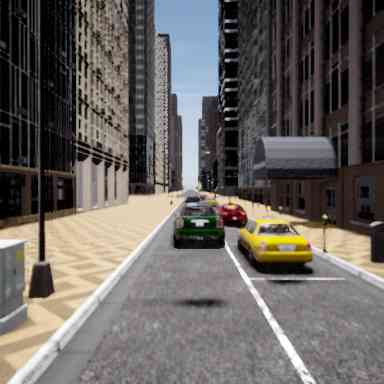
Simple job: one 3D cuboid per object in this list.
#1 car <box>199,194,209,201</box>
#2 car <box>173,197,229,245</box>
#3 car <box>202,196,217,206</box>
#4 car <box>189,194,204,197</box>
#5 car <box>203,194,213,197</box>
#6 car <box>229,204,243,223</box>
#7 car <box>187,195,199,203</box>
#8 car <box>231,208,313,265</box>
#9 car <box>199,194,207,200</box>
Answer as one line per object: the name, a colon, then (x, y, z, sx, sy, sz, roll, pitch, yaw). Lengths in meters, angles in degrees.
car: (2.592, 1.178, 72.196, 1.887, 1.381, 4.507, 0, 0, 0)
car: (0.218, 1.278, 15.193, 2.097, 1.767, 4.553, 0, 0, -2)
car: (2.583, 1.302, 49.991, 2.008, 1.369, 4.403, 0, 0, 0)
car: (0.120, 1.277, 40.584, 1.882, 1.535, 5.008, 0, 0, 0)
car: (2.581, 1.304, 44.610, 1.752, 1.417, 4.829, 0, 0, 0)
car: (2.572, 1.436, 22.235, 1.887, 1.381, 4.507, 0, 0, 0)
car: (0.123, 1.267, 59.082, 1.994, 1.385, 4.181, 0, 0, 0)
car: (2.568, 1.470, 11.302, 1.752, 1.417, 4.829, 0, 0, 0)
car: (2.594, 1.127, 77.918, 1.752, 1.417, 4.829, 0, 0, 0)
